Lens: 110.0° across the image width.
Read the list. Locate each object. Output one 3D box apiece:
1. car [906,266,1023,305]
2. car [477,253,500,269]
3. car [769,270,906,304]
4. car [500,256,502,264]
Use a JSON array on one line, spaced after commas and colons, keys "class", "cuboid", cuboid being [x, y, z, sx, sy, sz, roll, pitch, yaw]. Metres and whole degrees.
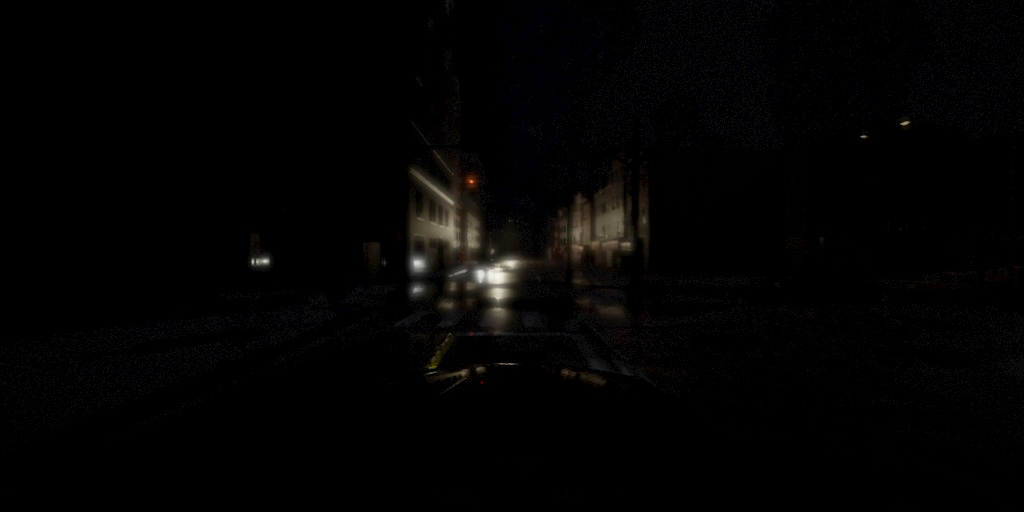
[{"class": "car", "cuboid": [19.007, 1.245, 15.072, 4.829, 1.417, 1.751, 0, 0, 0]}, {"class": "car", "cuboid": [-2.836, 0.710, 40.560, 2.128, 1.511, 4.902, 0, 1, 0]}, {"class": "car", "cuboid": [13.214, 1.242, 15.058, 4.313, 1.339, 1.948, 0, 0, 0]}, {"class": "car", "cuboid": [-2.789, 0.420, 58.954, 2.097, 1.767, 4.553, 0, 1, 0]}]
